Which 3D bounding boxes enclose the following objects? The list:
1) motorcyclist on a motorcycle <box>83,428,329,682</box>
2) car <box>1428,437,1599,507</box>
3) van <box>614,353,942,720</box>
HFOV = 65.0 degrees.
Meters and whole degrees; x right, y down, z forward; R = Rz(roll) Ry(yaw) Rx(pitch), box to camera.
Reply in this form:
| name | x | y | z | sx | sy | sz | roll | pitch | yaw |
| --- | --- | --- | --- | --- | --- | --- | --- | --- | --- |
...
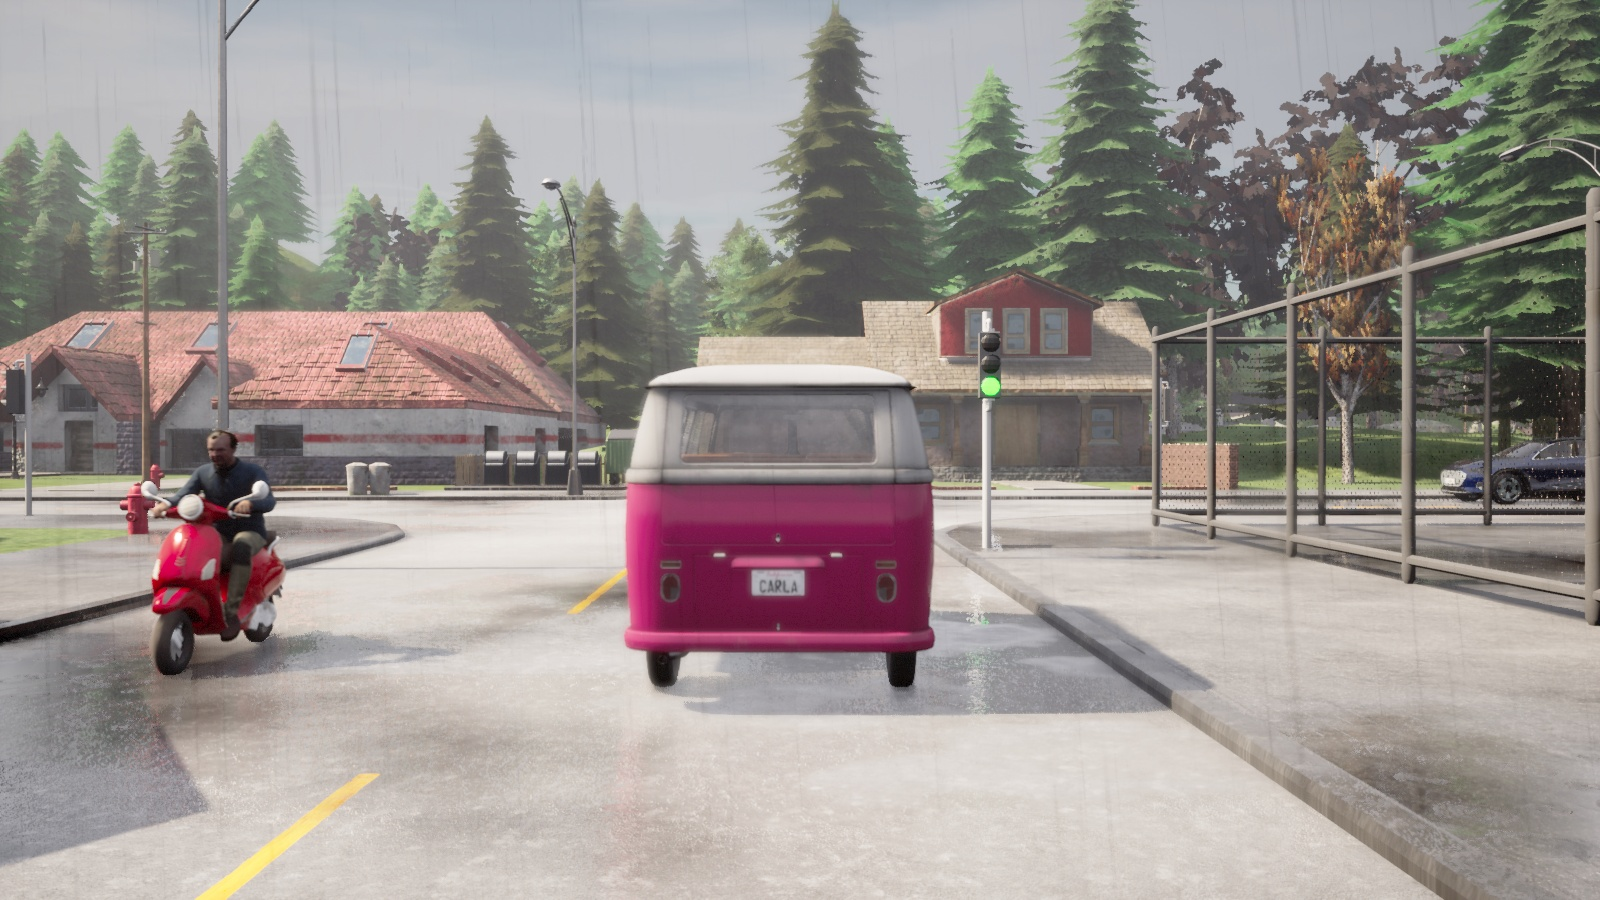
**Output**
| name | x | y | z | sx | sy | sz | roll | pitch | yaw |
| --- | --- | --- | --- | --- | --- | --- | --- | --- | --- |
| motorcyclist on a motorcycle | -4.052 | 0.647 | 8.755 | 0.866 | 1.590 | 1.817 | 0 | 1 | -1 |
| car | 18.424 | 0.517 | 30.956 | 4.856 | 1.649 | 2.033 | 0 | 0 | -1 |
| van | -0.091 | 0.450 | 9.027 | 1.775 | 1.987 | 4.442 | 0 | 0 | 1 |
